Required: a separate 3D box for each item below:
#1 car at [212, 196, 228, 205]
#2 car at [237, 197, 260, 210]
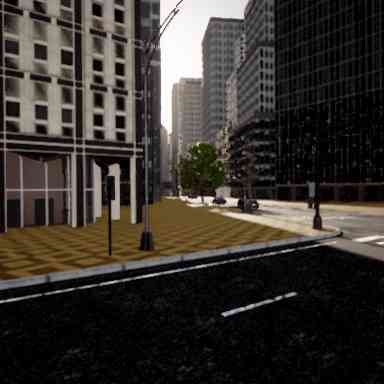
[{"bbox_3d":[4.834,1.494,58.703,2.033,1.411,5.357,-1,0,-7],"label":"car"},{"bbox_3d":[6.992,1.394,41.747,2.128,1.511,4.902,-1,0,-7],"label":"car"}]
